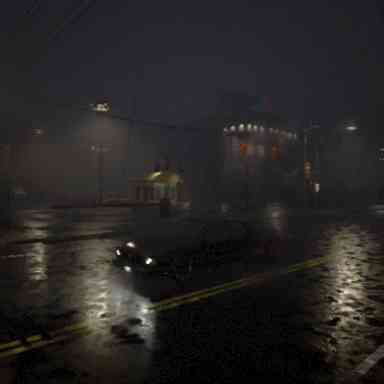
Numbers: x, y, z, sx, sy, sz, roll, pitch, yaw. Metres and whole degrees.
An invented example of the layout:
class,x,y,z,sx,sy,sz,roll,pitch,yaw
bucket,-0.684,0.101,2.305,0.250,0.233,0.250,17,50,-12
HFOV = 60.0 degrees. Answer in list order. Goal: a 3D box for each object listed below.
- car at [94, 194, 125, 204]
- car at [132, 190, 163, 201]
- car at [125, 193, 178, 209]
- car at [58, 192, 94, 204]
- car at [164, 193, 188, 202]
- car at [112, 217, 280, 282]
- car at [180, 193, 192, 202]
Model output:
class,x,y,z,sx,sy,sz,roll,pitch,yaw
car,-9.300,1.038,40.640,4.193,1.474,1.816,0,1,-42
car,-8.527,0.675,64.652,5.566,2.045,2.435,0,1,-42
car,-4.183,0.955,35.021,4.553,1.767,2.185,0,1,-42
car,-16.439,1.111,48.344,4.718,1.301,1.895,0,1,-42
car,-2.709,0.976,58.383,3.806,1.475,1.970,0,1,-42
car,0.440,1.470,9.797,5.357,1.411,2.033,0,1,-42
car,0.615,0.989,54.721,4.674,1.452,2.002,0,1,-42
